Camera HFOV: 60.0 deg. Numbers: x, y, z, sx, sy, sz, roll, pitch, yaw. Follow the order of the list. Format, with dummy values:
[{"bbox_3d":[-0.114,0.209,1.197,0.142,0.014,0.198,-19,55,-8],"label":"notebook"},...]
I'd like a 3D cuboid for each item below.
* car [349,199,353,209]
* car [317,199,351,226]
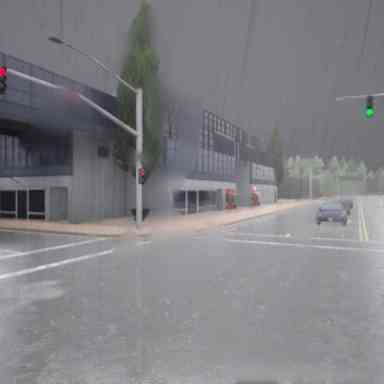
[{"bbox_3d":[14.638,1.567,32.861,1.895,1.301,4.718,0,0,27],"label":"car"},{"bbox_3d":[10.029,1.502,23.655,1.812,1.442,4.674,0,0,27],"label":"car"}]
